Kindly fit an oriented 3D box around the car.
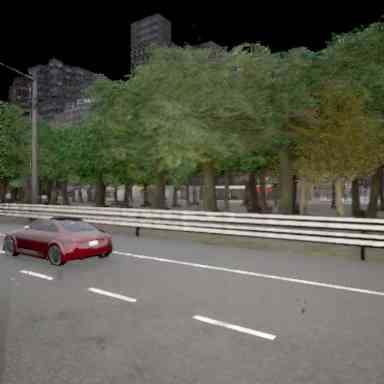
[{"bbox_3d":[-4.697,1.567,11.527,4.181,1.385,1.994,0,0,36],"label":"car"}]
